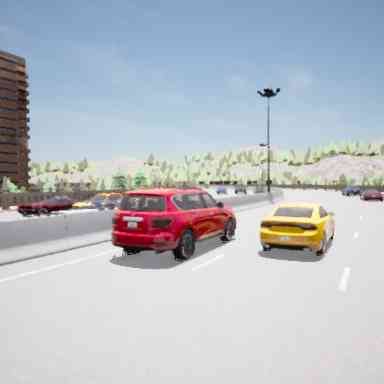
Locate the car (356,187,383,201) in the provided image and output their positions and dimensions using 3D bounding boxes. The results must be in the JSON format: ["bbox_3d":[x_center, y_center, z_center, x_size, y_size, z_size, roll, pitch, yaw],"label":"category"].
[{"bbox_3d":[21.391,0.337,39.785,1.994,1.385,4.181,0,2,19],"label":"car"}]

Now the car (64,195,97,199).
[{"bbox_3d":[-6.089,0.869,23.303,1.882,1.535,5.008,1,2,28],"label":"car"}]

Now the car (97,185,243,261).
[{"bbox_3d":[-0.338,0.907,11.366,2.150,2.045,5.566,1,2,28],"label":"car"}]

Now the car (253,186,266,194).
[{"bbox_3d":[11.483,-0.268,56.317,2.097,1.767,4.553,0,2,13],"label":"car"}]

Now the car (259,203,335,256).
[{"bbox_3d":[3.883,1.125,11.840,1.882,1.535,5.008,1,2,28],"label":"car"}]

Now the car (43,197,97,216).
[{"bbox_3d":[-5.129,1.141,17.673,1.895,1.301,4.718,1,2,28],"label":"car"}]

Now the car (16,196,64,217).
[{"bbox_3d":[-9.857,1.005,23.669,1.895,1.301,4.718,1,2,28],"label":"car"}]

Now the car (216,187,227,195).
[{"bbox_3d":[5.601,-0.231,62.549,1.812,1.442,4.674,0,2,10],"label":"car"}]

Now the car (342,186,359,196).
[{"bbox_3d":[25.194,-0.247,52.530,2.097,1.767,4.553,0,2,12],"label":"car"}]

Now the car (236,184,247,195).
[{"bbox_3d":[9.186,-0.555,62.411,2.150,2.045,5.566,0,2,10],"label":"car"}]
